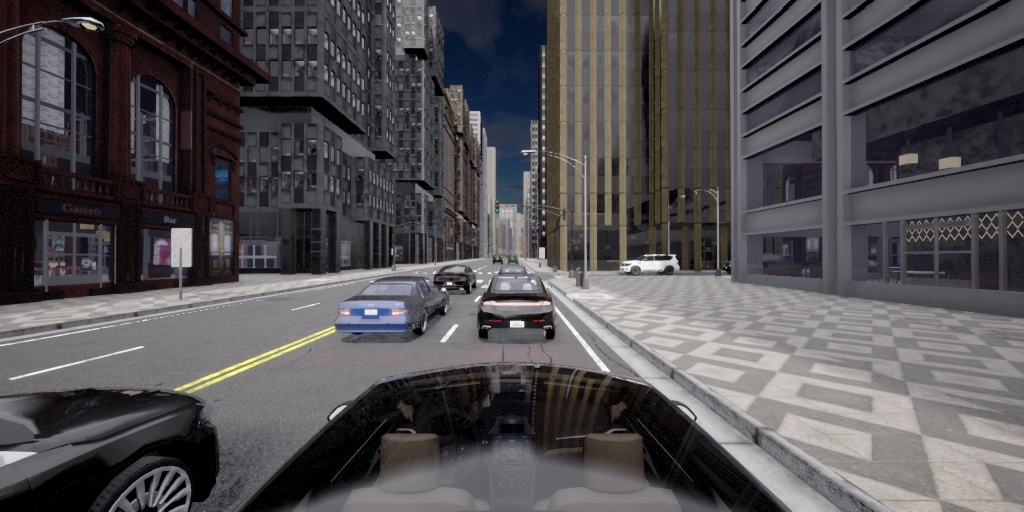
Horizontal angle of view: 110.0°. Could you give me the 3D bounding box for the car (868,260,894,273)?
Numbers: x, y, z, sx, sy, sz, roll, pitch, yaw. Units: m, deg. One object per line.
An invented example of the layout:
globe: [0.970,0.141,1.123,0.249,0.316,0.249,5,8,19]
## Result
car: [34.779,1.099,35.803,5.357,1.411,2.033,0,0,0]

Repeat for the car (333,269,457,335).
car: [-3.129,1.293,10.479,2.033,1.411,5.357,0,0,0]

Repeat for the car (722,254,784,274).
car: [24.162,0.815,35.816,5.566,2.045,2.150,0,0,0]

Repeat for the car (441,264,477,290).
car: [-3.102,1.210,20.248,1.882,1.535,5.008,0,0,0]

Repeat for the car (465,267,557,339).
car: [0.119,1.238,10.059,2.128,1.511,4.902,0,0,0]

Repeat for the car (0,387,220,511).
car: [-3.149,1.241,0.736,2.128,1.511,4.902,0,0,0]

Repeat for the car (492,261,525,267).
car: [0.044,1.225,19.489,2.128,1.511,4.902,0,0,0]

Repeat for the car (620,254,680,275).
car: [13.735,0.859,35.815,5.566,2.045,2.150,0,0,0]
